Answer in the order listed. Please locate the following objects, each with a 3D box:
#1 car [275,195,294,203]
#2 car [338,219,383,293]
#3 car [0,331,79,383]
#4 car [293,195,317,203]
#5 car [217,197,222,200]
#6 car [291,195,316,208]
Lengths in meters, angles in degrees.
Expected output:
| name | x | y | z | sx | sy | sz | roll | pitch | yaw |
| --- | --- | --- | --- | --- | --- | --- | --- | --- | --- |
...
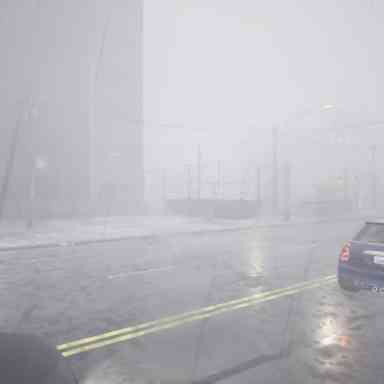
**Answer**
| name | x | y | z | sx | sy | sz | roll | pitch | yaw |
| --- | --- | --- | --- | --- | --- | --- | --- | --- | --- |
| car | 19.301 | 1.452 | 69.281 | 3.806 | 1.475 | 1.970 | 0 | 0 | -36 |
| car | 5.425 | 1.352 | 7.678 | 4.553 | 1.767 | 2.097 | 0 | 0 | -35 |
| car | -2.712 | 1.564 | 1.809 | 4.181 | 1.385 | 1.994 | 0 | 0 | -36 |
| car | 22.214 | 1.420 | 65.285 | 4.674 | 1.452 | 2.002 | 0 | 0 | -36 |
| car | 4.575 | 1.575 | 60.769 | 4.718 | 1.301 | 1.895 | 0 | 0 | -36 |
| car | 15.334 | 1.254 | 46.213 | 4.553 | 1.767 | 2.185 | 0 | 0 | -36 |
